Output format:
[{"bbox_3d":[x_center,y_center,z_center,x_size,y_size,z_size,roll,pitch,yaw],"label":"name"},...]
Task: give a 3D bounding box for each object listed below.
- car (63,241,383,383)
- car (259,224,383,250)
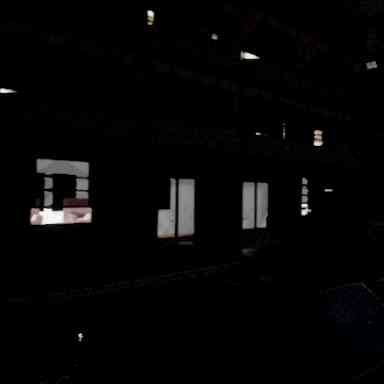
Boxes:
[{"bbox_3d":[1.016,1.610,4.094,4.718,1.301,1.895,0,0,-35],"label":"car"},{"bbox_3d":[3.611,1.589,9.121,4.313,1.339,1.947,0,1,-35],"label":"car"}]
